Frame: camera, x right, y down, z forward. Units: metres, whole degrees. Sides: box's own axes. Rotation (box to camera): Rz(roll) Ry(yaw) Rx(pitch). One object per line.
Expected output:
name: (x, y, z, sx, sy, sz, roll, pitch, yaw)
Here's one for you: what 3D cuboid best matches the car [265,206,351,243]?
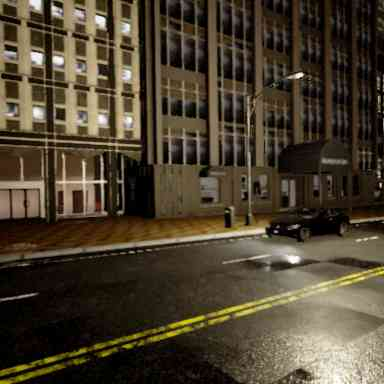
car: (5.455, 1.388, 15.329, 4.674, 1.442, 1.812, 0, 0, -34)
